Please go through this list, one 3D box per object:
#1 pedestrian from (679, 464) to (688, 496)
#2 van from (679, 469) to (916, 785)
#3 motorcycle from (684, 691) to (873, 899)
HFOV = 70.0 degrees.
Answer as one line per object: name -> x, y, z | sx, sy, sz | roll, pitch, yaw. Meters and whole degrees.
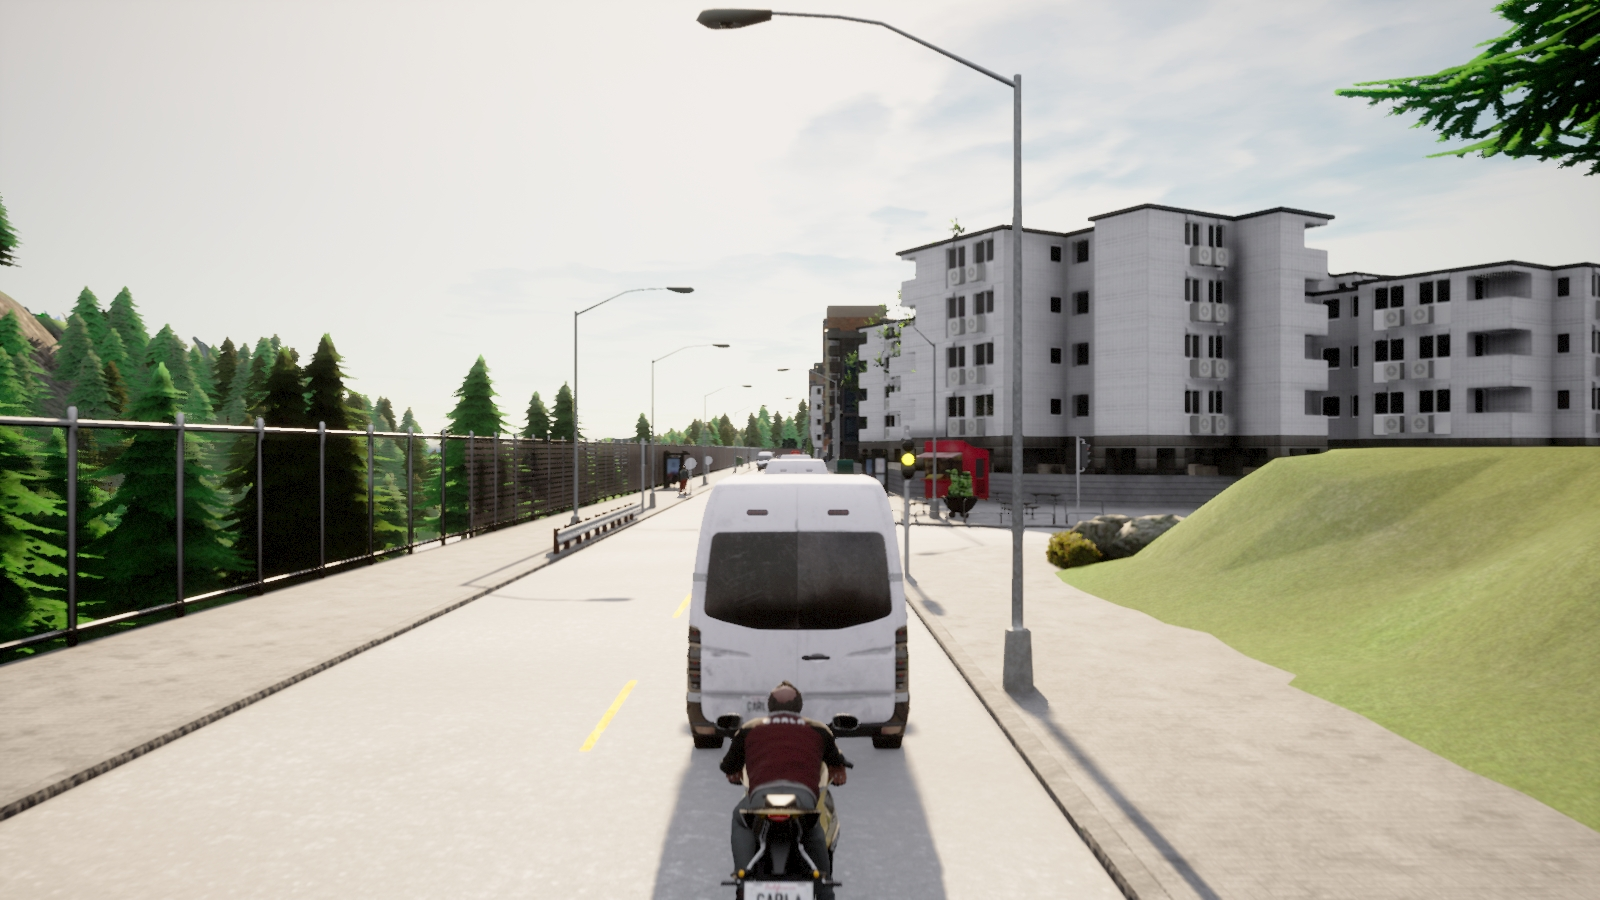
pedestrian -> -6.748, 1.744, 66.201 | 0.375, 1.860, 0.375 | 0, 0, -30
van -> -0.027, 1.534, 12.557 | 1.988, 2.561, 5.915 | 0, 0, 0
motorcycle -> -0.085, 2.205, 6.357 | 0.867, 1.251, 2.209 | 0, 0, 1
